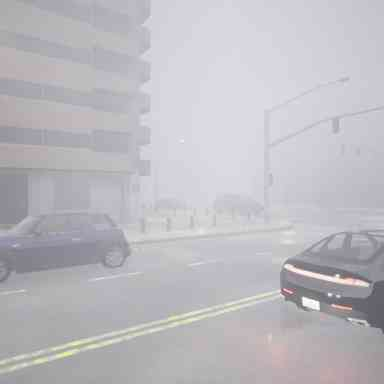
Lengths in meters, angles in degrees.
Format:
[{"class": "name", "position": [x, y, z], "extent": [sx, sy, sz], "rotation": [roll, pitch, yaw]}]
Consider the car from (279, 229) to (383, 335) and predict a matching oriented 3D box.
[{"class": "car", "position": [3.813, 1.492, 6.463], "extent": [4.902, 1.511, 2.128], "rotation": [0, 0, -35]}]

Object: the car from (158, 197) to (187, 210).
[{"class": "car", "position": [-2.502, 1.423, 42.068], "extent": [1.882, 1.535, 5.008], "rotation": [0, 1, -35]}]

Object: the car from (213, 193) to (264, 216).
[{"class": "car", "position": [4.351, 1.167, 32.252], "extent": [2.150, 2.045, 5.566], "rotation": [0, 0, -35]}]

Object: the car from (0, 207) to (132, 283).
[{"class": "car", "position": [-4.153, 1.352, 9.585], "extent": [4.553, 1.767, 2.097], "rotation": [0, 0, -35]}]
